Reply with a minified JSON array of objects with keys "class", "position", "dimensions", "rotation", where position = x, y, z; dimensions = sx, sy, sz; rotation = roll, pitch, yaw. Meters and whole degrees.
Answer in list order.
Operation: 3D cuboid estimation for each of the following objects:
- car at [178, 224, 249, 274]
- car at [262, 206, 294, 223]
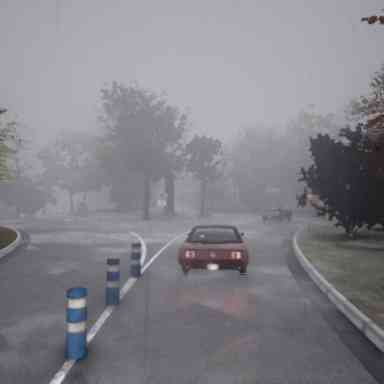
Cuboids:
[{"class":"car","position":[0.760,1.708,10.883],"dimensions":[1.895,1.301,4.718],"rotation":[0,-1,5]},{"class":"car","position":[8.247,2.054,31.726],"dimensions":[2.128,1.511,4.902],"rotation":[-1,-2,33]}]
